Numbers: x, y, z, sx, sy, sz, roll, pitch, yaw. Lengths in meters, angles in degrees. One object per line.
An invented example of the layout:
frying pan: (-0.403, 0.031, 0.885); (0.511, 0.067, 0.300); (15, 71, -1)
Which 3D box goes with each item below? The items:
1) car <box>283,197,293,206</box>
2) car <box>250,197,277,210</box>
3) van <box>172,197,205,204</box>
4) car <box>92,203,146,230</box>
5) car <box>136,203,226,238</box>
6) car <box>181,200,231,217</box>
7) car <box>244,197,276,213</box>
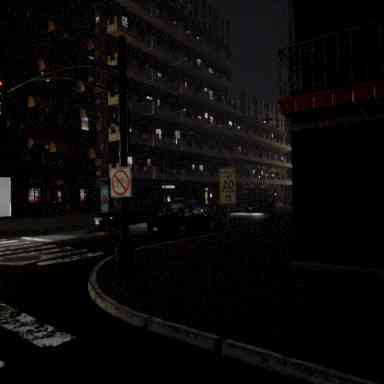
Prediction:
car: (15.894, 1.500, 52.865); (1.752, 1.417, 4.829); (-1, -1, 36)
car: (9.484, 1.435, 43.962); (1.967, 1.590, 4.097); (-1, -1, 36)
van: (-0.280, 1.370, 30.398); (1.690, 1.788, 3.998); (-1, -1, 36)
car: (-4.016, 1.490, 21.003); (2.128, 1.511, 4.902); (-1, -1, 35)
car: (-0.388, 1.438, 16.753); (2.008, 1.369, 4.403); (-1, -1, 36)
car: (1.453, 1.578, 28.580); (1.895, 1.301, 4.718); (-1, -1, 36)
car: (7.511, 1.482, 36.982); (1.812, 1.442, 4.674); (-2, -1, 36)
